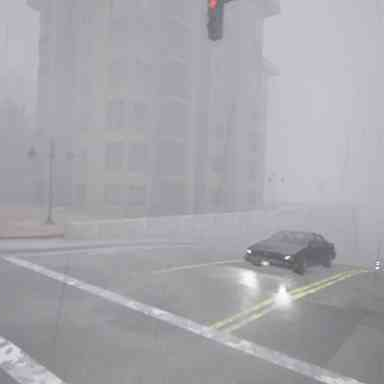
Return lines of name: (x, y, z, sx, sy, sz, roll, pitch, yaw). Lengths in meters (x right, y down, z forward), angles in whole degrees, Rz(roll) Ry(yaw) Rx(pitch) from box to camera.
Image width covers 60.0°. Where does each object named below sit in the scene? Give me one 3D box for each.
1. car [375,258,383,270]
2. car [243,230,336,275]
car: (19.174, 7.135, 32.058, 2.097, 1.767, 4.553, 2, -11, 39)
car: (4.090, 2.221, 13.031, 2.033, 1.411, 5.357, 2, -4, 39)
